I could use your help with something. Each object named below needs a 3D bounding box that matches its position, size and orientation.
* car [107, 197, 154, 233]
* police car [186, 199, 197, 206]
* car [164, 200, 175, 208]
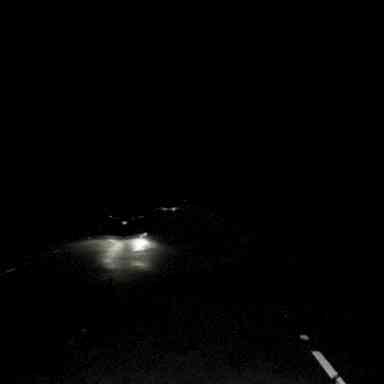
[{"bbox_3d":[-3.683,1.356,20.837,2.150,2.045,5.566,0,-1,0],"label":"car"},{"bbox_3d":[0.160,2.509,78.631,1.930,1.638,5.238,0,-1,-2],"label":"police car"},{"bbox_3d":[-4.204,2.205,62.152,1.882,1.535,5.008,0,-1,-1],"label":"car"}]
